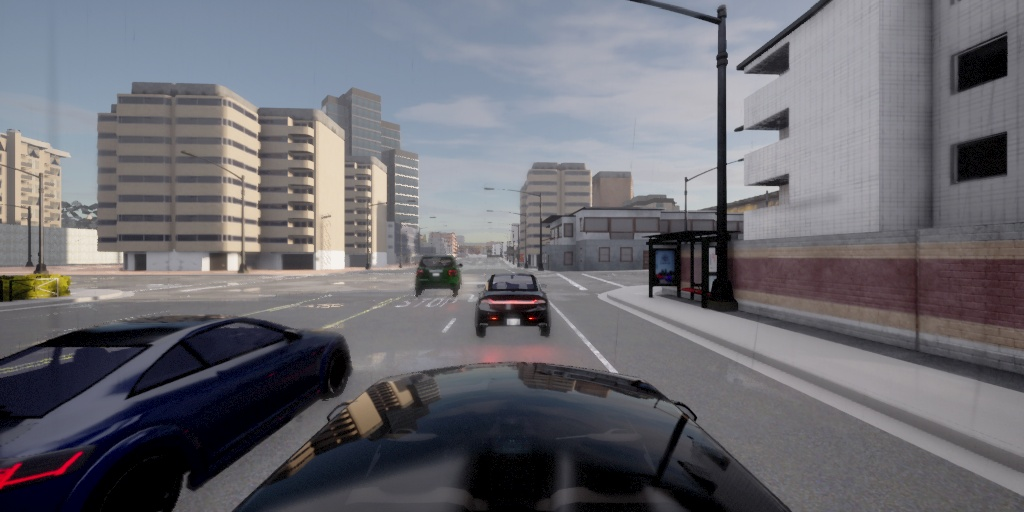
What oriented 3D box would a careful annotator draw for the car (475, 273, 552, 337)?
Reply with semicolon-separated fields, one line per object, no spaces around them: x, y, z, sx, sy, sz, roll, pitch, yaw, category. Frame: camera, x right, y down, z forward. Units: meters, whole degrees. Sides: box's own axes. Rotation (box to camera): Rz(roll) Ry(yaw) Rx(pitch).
0.010;1.242;10.337;2.128;1.511;4.902;0;0;-1;car

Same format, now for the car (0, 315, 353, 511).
-3.445;1.314;3.831;1.994;1.385;4.181;0;0;0;car

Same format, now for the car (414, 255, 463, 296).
-3.936;0.976;19.588;2.150;2.045;5.566;0;0;-7;car
